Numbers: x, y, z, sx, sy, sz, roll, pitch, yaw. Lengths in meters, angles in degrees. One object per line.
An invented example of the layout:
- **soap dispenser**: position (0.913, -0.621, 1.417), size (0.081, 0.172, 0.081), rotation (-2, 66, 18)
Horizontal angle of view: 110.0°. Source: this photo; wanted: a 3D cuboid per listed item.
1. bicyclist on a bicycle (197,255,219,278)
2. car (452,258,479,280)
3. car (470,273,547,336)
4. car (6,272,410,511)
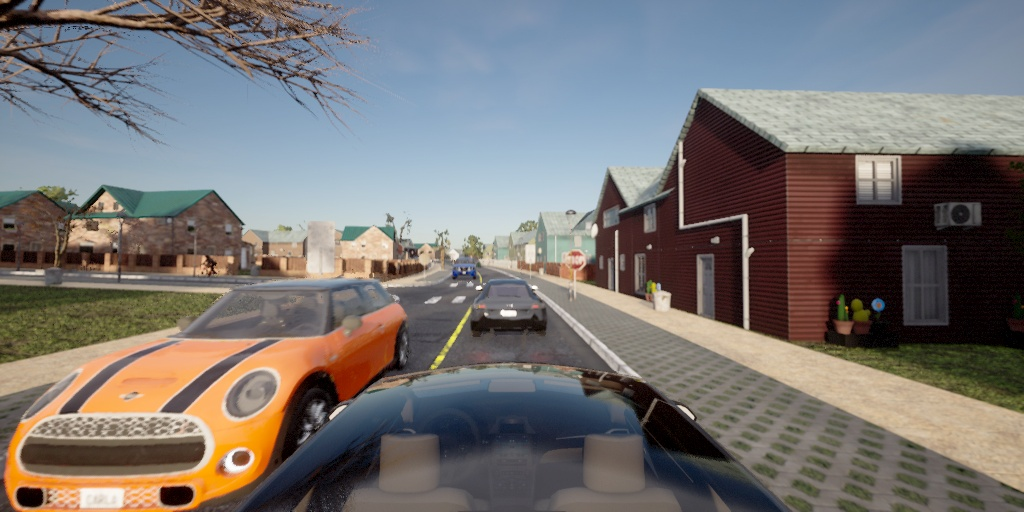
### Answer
- **bicyclist on a bicycle**: position (-22.067, 0.773, 26.110), size (0.582, 1.620, 1.656), rotation (1, -1, 8)
- **car**: position (-4.535, 1.163, 34.617), size (2.150, 2.045, 5.566), rotation (0, 0, -6)
- **car**: position (-0.144, 1.368, 10.672), size (1.994, 1.385, 4.181), rotation (0, 0, -2)
- **car**: position (-2.918, 1.120, 4.768), size (2.097, 1.767, 4.553), rotation (0, 0, -1)
